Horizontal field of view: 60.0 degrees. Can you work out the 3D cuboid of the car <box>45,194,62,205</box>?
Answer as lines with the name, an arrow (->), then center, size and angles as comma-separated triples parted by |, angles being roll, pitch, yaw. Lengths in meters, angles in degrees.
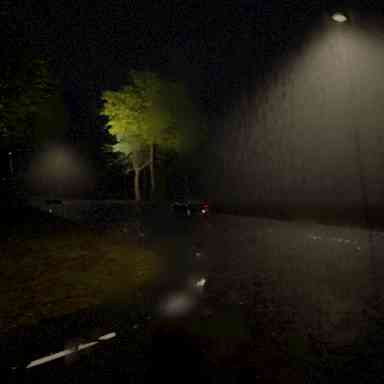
car -> -21.727, 1.361, 52.162 | 1.895, 1.301, 4.718 | -1, 1, -30

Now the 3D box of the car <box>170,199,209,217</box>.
car -> -0.275, 1.396, 30.860 | 1.837, 1.490, 4.892 | -1, 1, -32
